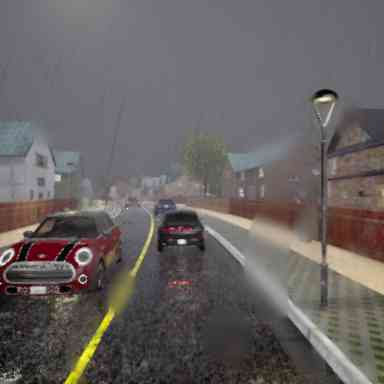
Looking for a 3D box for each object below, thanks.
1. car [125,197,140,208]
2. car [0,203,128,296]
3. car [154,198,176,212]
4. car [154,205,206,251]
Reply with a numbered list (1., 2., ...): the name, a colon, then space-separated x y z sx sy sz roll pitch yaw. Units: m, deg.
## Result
1. car: -9.294 1.548 51.929 2.097 1.767 4.553 0 0 -14
2. car: -3.149 1.343 8.793 2.097 1.767 4.553 0 0 -3
3. car: -2.710 1.387 33.421 2.097 1.767 4.553 0 0 -9
4. car: -0.496 1.495 14.016 1.837 1.490 4.892 0 0 -4
